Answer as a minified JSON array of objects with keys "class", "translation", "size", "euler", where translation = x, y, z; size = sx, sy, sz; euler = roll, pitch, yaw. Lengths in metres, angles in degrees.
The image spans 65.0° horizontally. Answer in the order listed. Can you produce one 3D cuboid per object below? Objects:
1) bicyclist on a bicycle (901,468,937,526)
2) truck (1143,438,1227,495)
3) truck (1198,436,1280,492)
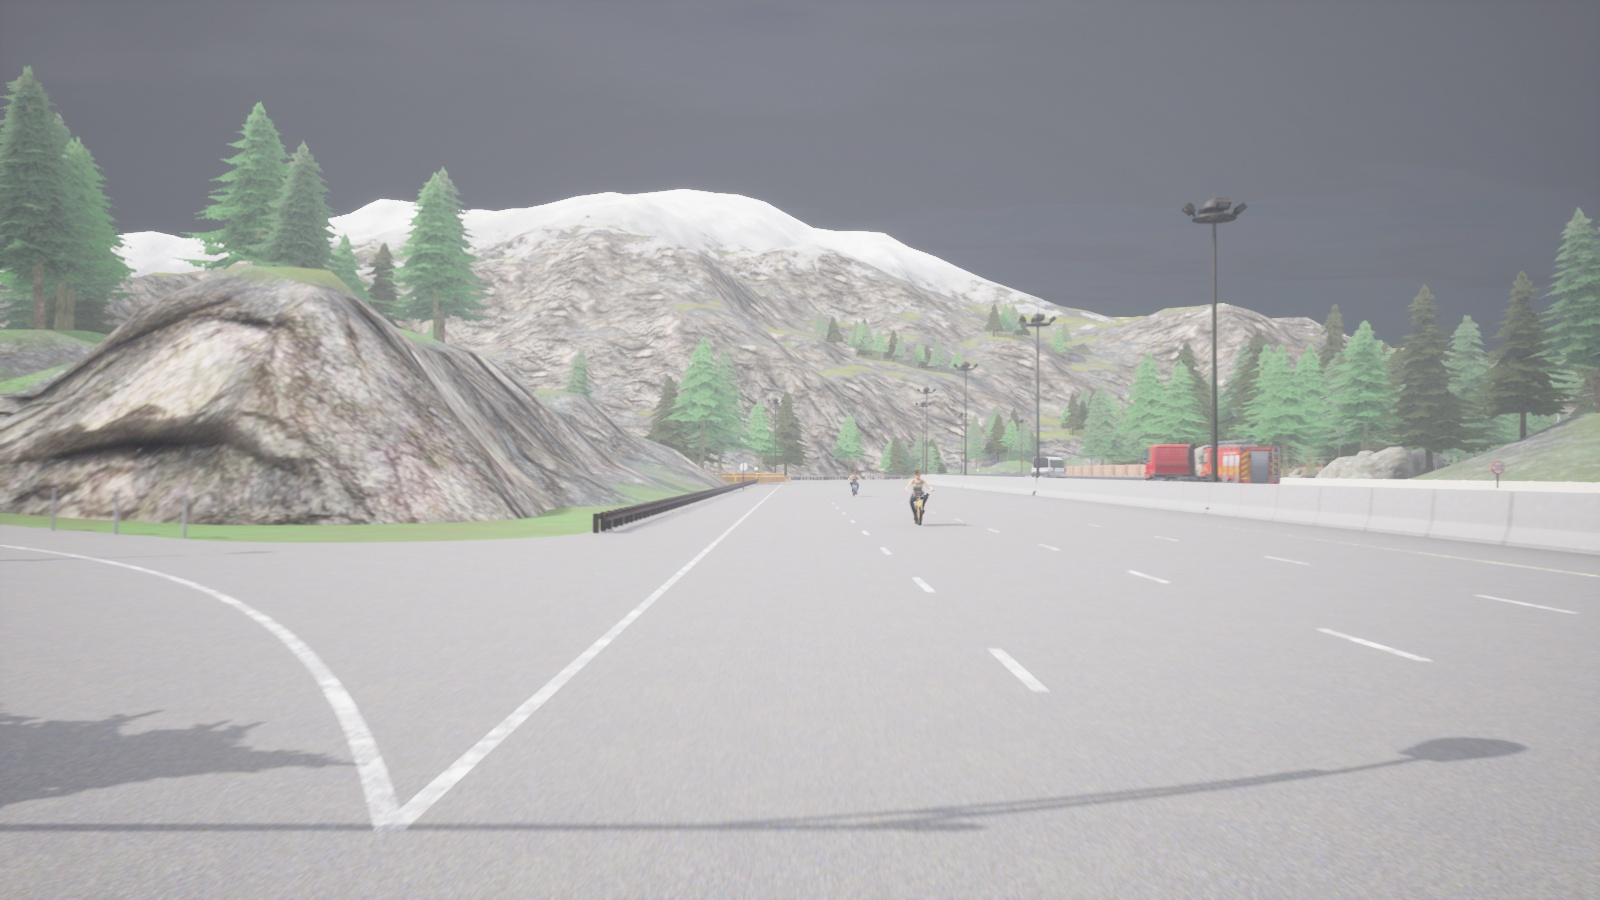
[{"class":"bicyclist on a bicycle","translation":[3.407,1.340,36.140],"size":[0.866,1.612,1.509],"euler":[0,-1,0]},{"class":"truck","translation":[24.302,1.066,79.745],"size":[2.891,3.462,7.936],"euler":[0,-1,0]},{"class":"truck","translation":[31.277,1.024,89.893],"size":[2.891,3.827,8.468],"euler":[0,-1,0]}]
